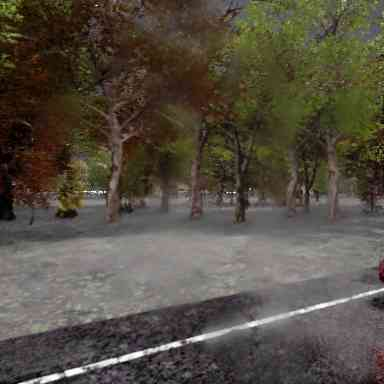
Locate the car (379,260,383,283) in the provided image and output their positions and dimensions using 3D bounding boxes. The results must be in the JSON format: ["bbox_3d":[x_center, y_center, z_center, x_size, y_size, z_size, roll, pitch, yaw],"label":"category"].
[{"bbox_3d":[6.314,1.640,7.452,4.718,1.301,1.895,0,0,-33],"label":"car"}]
